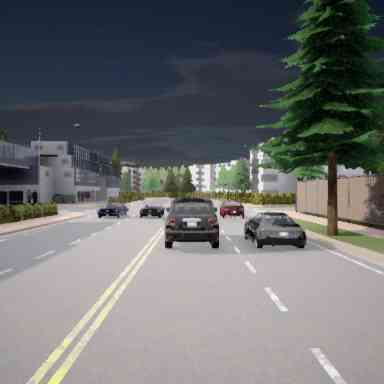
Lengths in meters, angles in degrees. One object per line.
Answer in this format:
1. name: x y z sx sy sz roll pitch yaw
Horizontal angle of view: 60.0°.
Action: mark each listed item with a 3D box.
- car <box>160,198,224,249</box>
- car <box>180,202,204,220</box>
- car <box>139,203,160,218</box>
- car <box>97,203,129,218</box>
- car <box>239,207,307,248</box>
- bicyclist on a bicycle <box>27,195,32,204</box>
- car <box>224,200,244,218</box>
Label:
1. car: 0.000 1.257 14.713 2.150 2.045 5.566 0 0 0
2. car: 0.000 1.615 29.713 1.895 1.301 4.718 0 0 0
3. car: -3.500 1.654 29.750 1.895 1.301 4.718 0 0 0
4. car: -7.000 1.654 29.750 1.895 1.301 4.718 0 0 0
5. car: 3.500 1.571 14.683 1.994 1.385 4.181 0 0 0
6. bicyclist on a bicycle: -25.418 1.301 51.932 0.582 1.620 1.656 0 0 0
7. car: 3.500 1.484 29.683 1.882 1.535 5.008 0 0 0
